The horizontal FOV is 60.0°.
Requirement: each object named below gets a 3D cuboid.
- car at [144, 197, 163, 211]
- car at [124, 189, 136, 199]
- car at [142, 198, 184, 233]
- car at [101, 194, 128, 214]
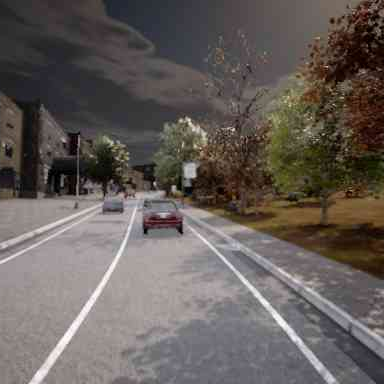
[{"bbox_3d":[-4.259,1.247,36.144,1.895,1.301,4.718,0,1,-9],"label":"car"},{"bbox_3d":[-13.172,0.387,71.007,2.150,2.045,5.566,0,1,-9],"label":"car"},{"bbox_3d":[-1.713,1.218,18.813,2.097,1.767,4.553,0,1,-8],"label":"car"},{"bbox_3d":[-7.160,1.185,30.621,1.837,1.490,4.892,0,1,-9],"label":"car"}]
